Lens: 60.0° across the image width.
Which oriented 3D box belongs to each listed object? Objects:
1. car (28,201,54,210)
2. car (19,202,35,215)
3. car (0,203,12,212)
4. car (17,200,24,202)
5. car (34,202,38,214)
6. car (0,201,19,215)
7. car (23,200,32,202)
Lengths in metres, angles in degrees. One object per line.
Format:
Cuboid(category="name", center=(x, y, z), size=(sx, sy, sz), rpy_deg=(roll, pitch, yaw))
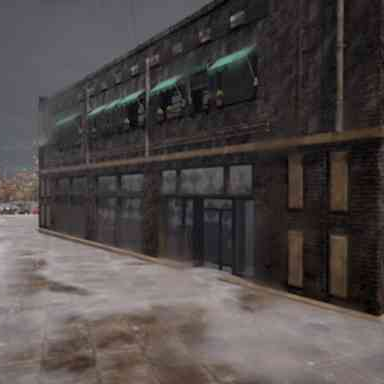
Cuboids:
Cuboid(category="car", center=(-31.757, 2.904, 70.022), size=(4.553, 1.767, 2.185), rpy_deg=(0, -1, 19))
Cuboid(category="car", center=(-25.533, 2.561, 47.484), size=(4.792, 1.488, 2.163), rpy_deg=(0, -2, 19))
Cuboid(category="car", center=(-35.140, 2.747, 59.386), size=(5.366, 1.575, 1.946), rpy_deg=(0, -2, 19))
Cuboid(category="car", center=(-34.424, 2.831, 62.088), size=(5.008, 1.535, 2.097), rpy_deg=(0, -2, 19))
Cuboid(category="car", center=(-24.693, 2.668, 50.140), size=(4.792, 1.488, 2.163), rpy_deg=(0, -2, 19))
Cuboid(category="car", center=(-26.423, 2.289, 44.852), size=(4.553, 1.767, 2.185), rpy_deg=(0, -2, 19))
Cuboid(category="car", center=(-23.797, 2.613, 52.784), size=(4.553, 1.767, 2.185), rpy_deg=(0, -2, 19))
